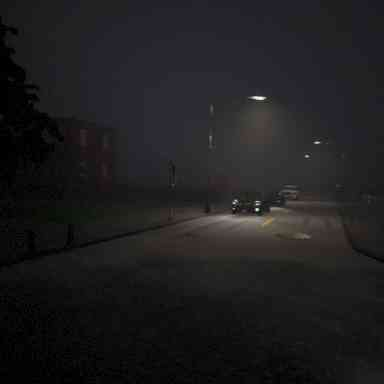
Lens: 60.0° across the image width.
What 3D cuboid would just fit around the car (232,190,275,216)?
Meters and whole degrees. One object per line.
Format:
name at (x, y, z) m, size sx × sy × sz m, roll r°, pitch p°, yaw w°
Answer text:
car at (4.490, 0.692, 24.763) m, size 2.097 × 1.767 × 4.553 m, roll 3°, pitch 2°, yaw 23°

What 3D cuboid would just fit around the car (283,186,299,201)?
car at (14.033, 0.144, 47.500) m, size 2.150 × 2.045 × 5.566 m, roll 3°, pitch 2°, yaw 23°

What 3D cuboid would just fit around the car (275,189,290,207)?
car at (8.510, 0.710, 34.391) m, size 2.033 × 1.411 × 5.357 m, roll 3°, pitch 2°, yaw 23°
